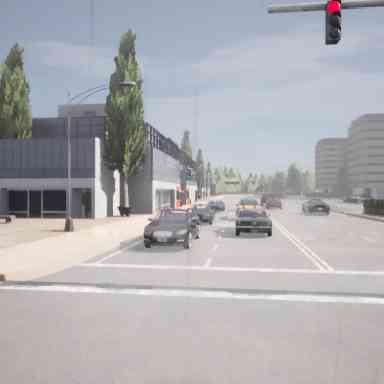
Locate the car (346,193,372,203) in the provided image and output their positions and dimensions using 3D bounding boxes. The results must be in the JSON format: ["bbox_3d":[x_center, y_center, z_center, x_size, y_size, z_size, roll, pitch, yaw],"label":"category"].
[{"bbox_3d":[31.428,1.156,61.880,3.866,1.878,1.905,0,0,7],"label":"car"}]

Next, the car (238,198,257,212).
[{"bbox_3d":[6.617,1.491,40.270,2.128,1.511,4.902,0,0,8],"label":"car"}]

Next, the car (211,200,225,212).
[{"bbox_3d":[2.784,1.564,38.310,1.994,1.385,4.181,0,0,9],"label":"car"}]

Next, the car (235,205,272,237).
[{"bbox_3d":[3.344,1.601,18.384,1.895,1.301,4.718,0,0,8],"label":"car"}]

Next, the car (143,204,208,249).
[{"bbox_3d":[-0.741,1.491,14.696,2.128,1.511,4.902,0,0,8],"label":"car"}]

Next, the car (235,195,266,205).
[{"bbox_3d":[4.681,1.354,27.340,2.097,1.767,4.553,0,0,9],"label":"car"}]

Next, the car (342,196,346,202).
[{"bbox_3d":[31.834,1.153,64.746,4.605,1.855,1.932,0,0,7],"label":"car"}]

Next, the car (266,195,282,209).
[{"bbox_3d":[10.929,1.491,44.592,2.128,1.511,4.902,0,0,9],"label":"car"}]

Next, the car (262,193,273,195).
[{"bbox_3d":[12.368,1.221,54.632,2.150,2.045,5.566,0,0,8],"label":"car"}]

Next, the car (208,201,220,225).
[{"bbox_3d":[0.626,1.563,23.818,1.994,1.385,4.181,0,0,9],"label":"car"}]

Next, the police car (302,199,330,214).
[{"bbox_3d":[13.023,1.509,35.216,2.038,1.542,4.974,0,0,8],"label":"police car"}]
